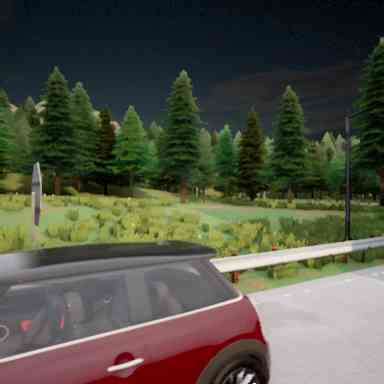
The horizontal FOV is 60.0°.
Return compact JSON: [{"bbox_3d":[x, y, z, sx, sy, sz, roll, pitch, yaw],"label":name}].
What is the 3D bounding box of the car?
[{"bbox_3d":[-1.479,1.350,3.026,4.553,1.767,2.097,0,0,-32],"label":"car"}]
